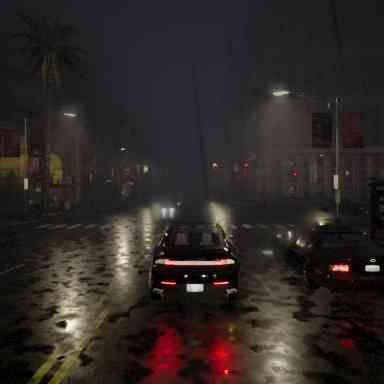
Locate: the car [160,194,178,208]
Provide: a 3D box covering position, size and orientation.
[{"bbox_3d":[-3.389,1.491,47.439,2.128,1.511,4.902,0,0,-3],"label":"car"}]

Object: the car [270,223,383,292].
[{"bbox_3d":[3.567,1.547,9.047,2.033,1.411,5.357,0,0,0],"label":"car"}]

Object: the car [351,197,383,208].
[{"bbox_3d":[26.061,1.477,48.209,5.008,1.535,1.882,0,0,0],"label":"car"}]

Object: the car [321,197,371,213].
[{"bbox_3d":[16.703,1.352,36.528,4.553,1.767,2.097,0,0,1],"label":"car"}]

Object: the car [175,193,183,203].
[{"bbox_3d":[-3.465,1.540,71.858,2.033,1.411,5.357,0,0,0],"label":"car"}]

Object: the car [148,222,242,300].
[{"bbox_3d":[0.063,1.492,8.347,2.128,1.511,4.902,0,0,0],"label":"car"}]

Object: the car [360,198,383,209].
[{"bbox_3d":[25.441,1.505,44.699,4.892,1.490,1.837,0,0,0],"label":"car"}]

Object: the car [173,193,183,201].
[{"bbox_3d":[-3.457,1.225,83.075,2.150,2.045,5.566,0,0,0],"label":"car"}]
